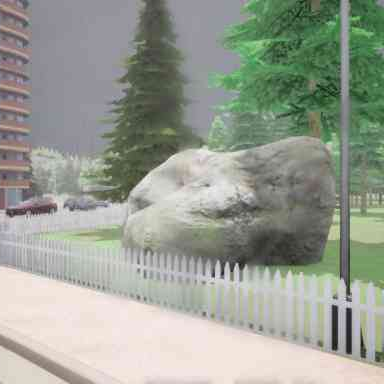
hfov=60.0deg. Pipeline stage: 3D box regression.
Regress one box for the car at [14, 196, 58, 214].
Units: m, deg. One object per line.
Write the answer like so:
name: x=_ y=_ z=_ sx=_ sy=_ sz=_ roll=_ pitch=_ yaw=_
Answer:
car: x=-16.670 y=1.297 z=35.855 sx=2.097 sy=1.767 sz=4.553 roll=0 pitch=0 yaw=8

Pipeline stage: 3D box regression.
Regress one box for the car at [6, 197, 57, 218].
car: x=-14.413 y=1.422 z=30.208 sx=1.882 sy=1.535 sz=5.008 roll=0 pitch=0 yaw=15

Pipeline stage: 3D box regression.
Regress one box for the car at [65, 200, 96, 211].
car: x=-12.755 y=1.508 z=39.046 sx=1.994 sy=1.385 sz=4.181 roll=0 pitch=0 yaw=4

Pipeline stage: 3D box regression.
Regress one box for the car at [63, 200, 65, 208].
car: x=-16.382 y=1.449 z=45.890 sx=1.837 sy=1.490 sz=4.892 roll=0 pitch=0 yaw=-8
